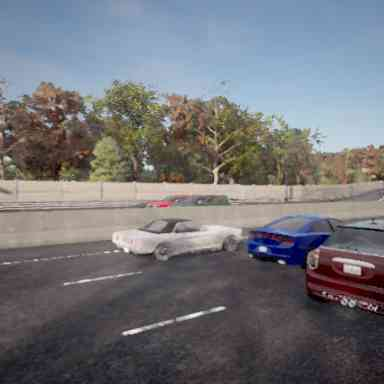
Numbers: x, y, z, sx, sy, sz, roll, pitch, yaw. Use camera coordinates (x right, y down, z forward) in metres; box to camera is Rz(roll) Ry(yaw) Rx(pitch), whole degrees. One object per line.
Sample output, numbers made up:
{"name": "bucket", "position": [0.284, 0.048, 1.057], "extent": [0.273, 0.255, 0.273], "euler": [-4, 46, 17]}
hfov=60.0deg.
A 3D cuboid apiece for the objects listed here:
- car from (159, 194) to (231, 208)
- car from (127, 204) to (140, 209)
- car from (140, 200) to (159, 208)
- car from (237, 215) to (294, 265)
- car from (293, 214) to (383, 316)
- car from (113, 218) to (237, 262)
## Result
{"name": "car", "position": [0.589, 1.221, 25.911], "extent": [5.566, 2.045, 2.150], "euler": [0, 0, -35]}
{"name": "car", "position": [-3.766, 1.503, 31.397], "extent": [4.892, 1.490, 1.837], "euler": [0, 0, -35]}
{"name": "car", "position": [-1.256, 1.222, 28.892], "extent": [5.566, 2.045, 2.150], "euler": [0, 0, -35]}
{"name": "car", "position": [4.035, 1.475, 10.923], "extent": [5.008, 1.535, 1.882], "euler": [0, 0, -36]}
{"name": "car", "position": [4.480, 1.349, 6.944], "extent": [4.553, 1.767, 2.097], "euler": [0, 0, -35]}
{"name": "car", "position": [-0.318, 1.598, 12.121], "extent": [4.718, 1.301, 1.895], "euler": [0, 0, -36]}
